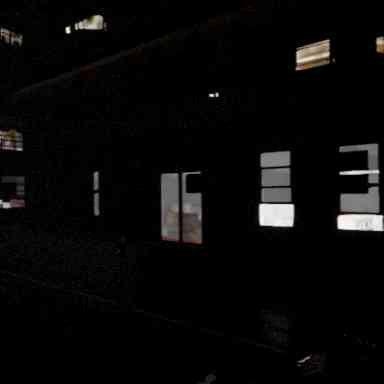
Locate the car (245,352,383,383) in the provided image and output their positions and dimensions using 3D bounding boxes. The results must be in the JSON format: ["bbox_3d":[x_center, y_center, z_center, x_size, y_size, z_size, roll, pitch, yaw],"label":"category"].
[{"bbox_3d":[2.207,1.546,1.314,4.507,1.381,1.887,0,-1,36],"label":"car"}]
